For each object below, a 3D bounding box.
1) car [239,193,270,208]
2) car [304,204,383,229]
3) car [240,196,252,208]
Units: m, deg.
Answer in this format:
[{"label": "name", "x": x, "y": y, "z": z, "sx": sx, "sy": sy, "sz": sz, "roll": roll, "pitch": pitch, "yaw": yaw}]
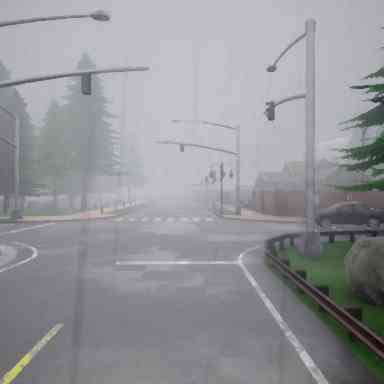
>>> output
[{"label": "car", "x": 8.432, "y": 1.144, "z": 44.914, "sx": 3.866, "sy": 1.878, "sz": 1.905, "roll": 0, "pitch": 0, "yaw": -1}, {"label": "car", "x": 9.544, "y": 1.403, "z": 20.873, "sx": 4.892, "sy": 1.490, "sz": 1.837, "roll": -1, "pitch": 0, "yaw": 1}, {"label": "car", "x": 8.847, "y": 1.142, "z": 42.404, "sx": 4.605, "sy": 1.855, "sz": 1.932, "roll": 0, "pitch": 0, "yaw": -1}]
